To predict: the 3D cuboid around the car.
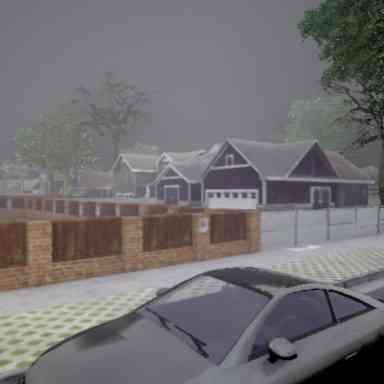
[{"bbox_3d":[0.500,1.564,3.429,4.181,1.385,1.994,0,0,-35],"label":"car"}]
